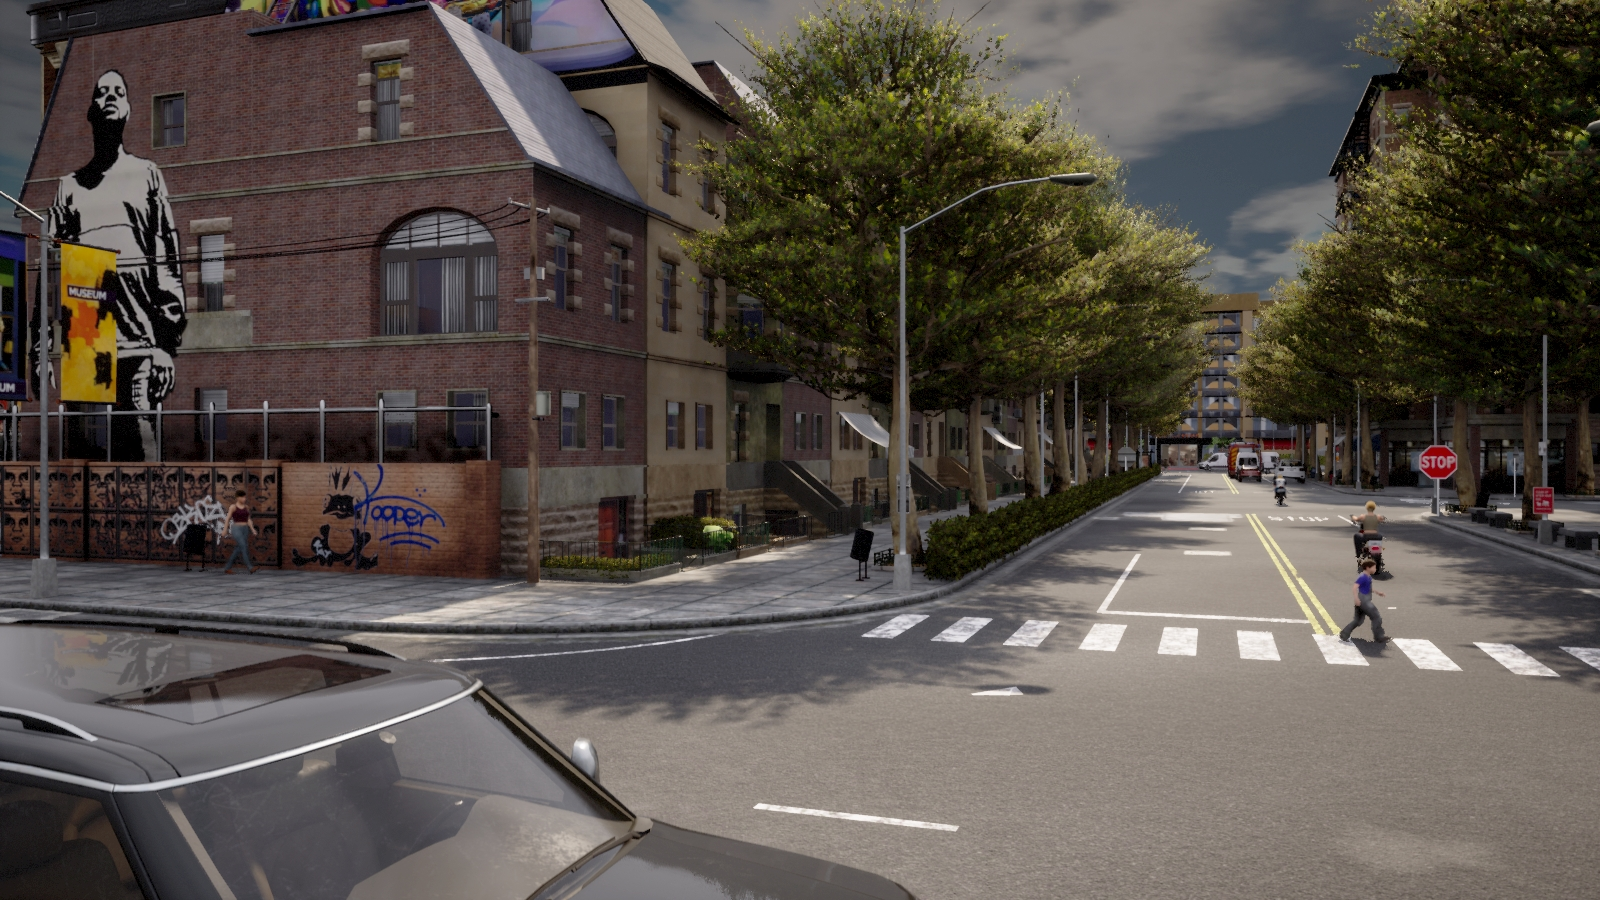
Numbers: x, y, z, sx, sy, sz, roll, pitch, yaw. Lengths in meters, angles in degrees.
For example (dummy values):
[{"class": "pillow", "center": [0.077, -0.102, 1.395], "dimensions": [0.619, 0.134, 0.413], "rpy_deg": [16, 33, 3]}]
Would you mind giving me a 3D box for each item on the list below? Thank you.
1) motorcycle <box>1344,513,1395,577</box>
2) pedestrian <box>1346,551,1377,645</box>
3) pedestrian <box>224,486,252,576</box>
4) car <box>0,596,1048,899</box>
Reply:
[{"class": "motorcycle", "center": [13.199, 2.169, 26.531], "dimensions": [0.764, 1.277, 2.356], "rpy_deg": [0, 0, 19]}, {"class": "pedestrian", "center": [8.139, 2.128, 16.560], "dimensions": [0.375, 1.300, 0.375], "rpy_deg": [0, 0, 21]}, {"class": "pedestrian", "center": [-11.843, 1.704, 24.074], "dimensions": [0.375, 1.860, 0.375], "rpy_deg": [0, 0, 22]}, {"class": "car", "center": [-2.100, 1.785, 4.031], "dimensions": [5.566, 2.045, 2.150], "rpy_deg": [0, 0, 20]}]
